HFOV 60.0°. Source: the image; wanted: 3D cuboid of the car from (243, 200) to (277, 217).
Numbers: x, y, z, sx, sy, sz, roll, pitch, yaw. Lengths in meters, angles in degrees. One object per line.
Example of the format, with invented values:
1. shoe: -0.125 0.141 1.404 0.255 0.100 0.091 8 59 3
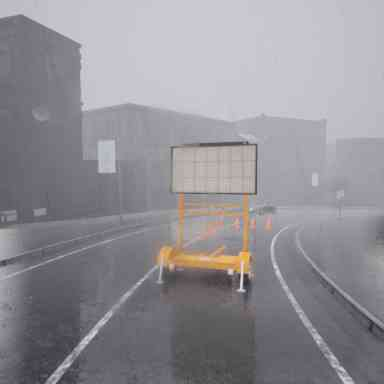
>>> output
1. car: 6.651 1.488 32.191 2.128 1.511 4.902 3 1 36

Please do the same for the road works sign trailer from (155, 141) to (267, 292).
1. road works sign trailer: 0.610 0.457 9.139 2.380 3.560 2.880 1 0 18

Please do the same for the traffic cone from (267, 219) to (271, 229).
1. traffic cone: 4.839 2.015 21.031 0.340 0.580 0.340 2 0 14
